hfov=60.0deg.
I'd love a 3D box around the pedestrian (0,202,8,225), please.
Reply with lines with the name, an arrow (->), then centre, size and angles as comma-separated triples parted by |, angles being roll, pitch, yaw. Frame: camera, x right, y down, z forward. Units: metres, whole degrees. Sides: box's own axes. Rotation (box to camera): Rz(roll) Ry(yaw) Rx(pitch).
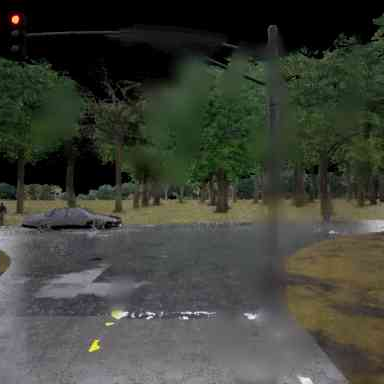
pedestrian -> -15.242, 1.718, 26.758 | 0.375, 1.860, 0.375 | 0, -1, 0

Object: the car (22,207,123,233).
car -> -6.821, 1.579, 19.193 | 5.357, 1.411, 2.033 | -1, -2, 0
